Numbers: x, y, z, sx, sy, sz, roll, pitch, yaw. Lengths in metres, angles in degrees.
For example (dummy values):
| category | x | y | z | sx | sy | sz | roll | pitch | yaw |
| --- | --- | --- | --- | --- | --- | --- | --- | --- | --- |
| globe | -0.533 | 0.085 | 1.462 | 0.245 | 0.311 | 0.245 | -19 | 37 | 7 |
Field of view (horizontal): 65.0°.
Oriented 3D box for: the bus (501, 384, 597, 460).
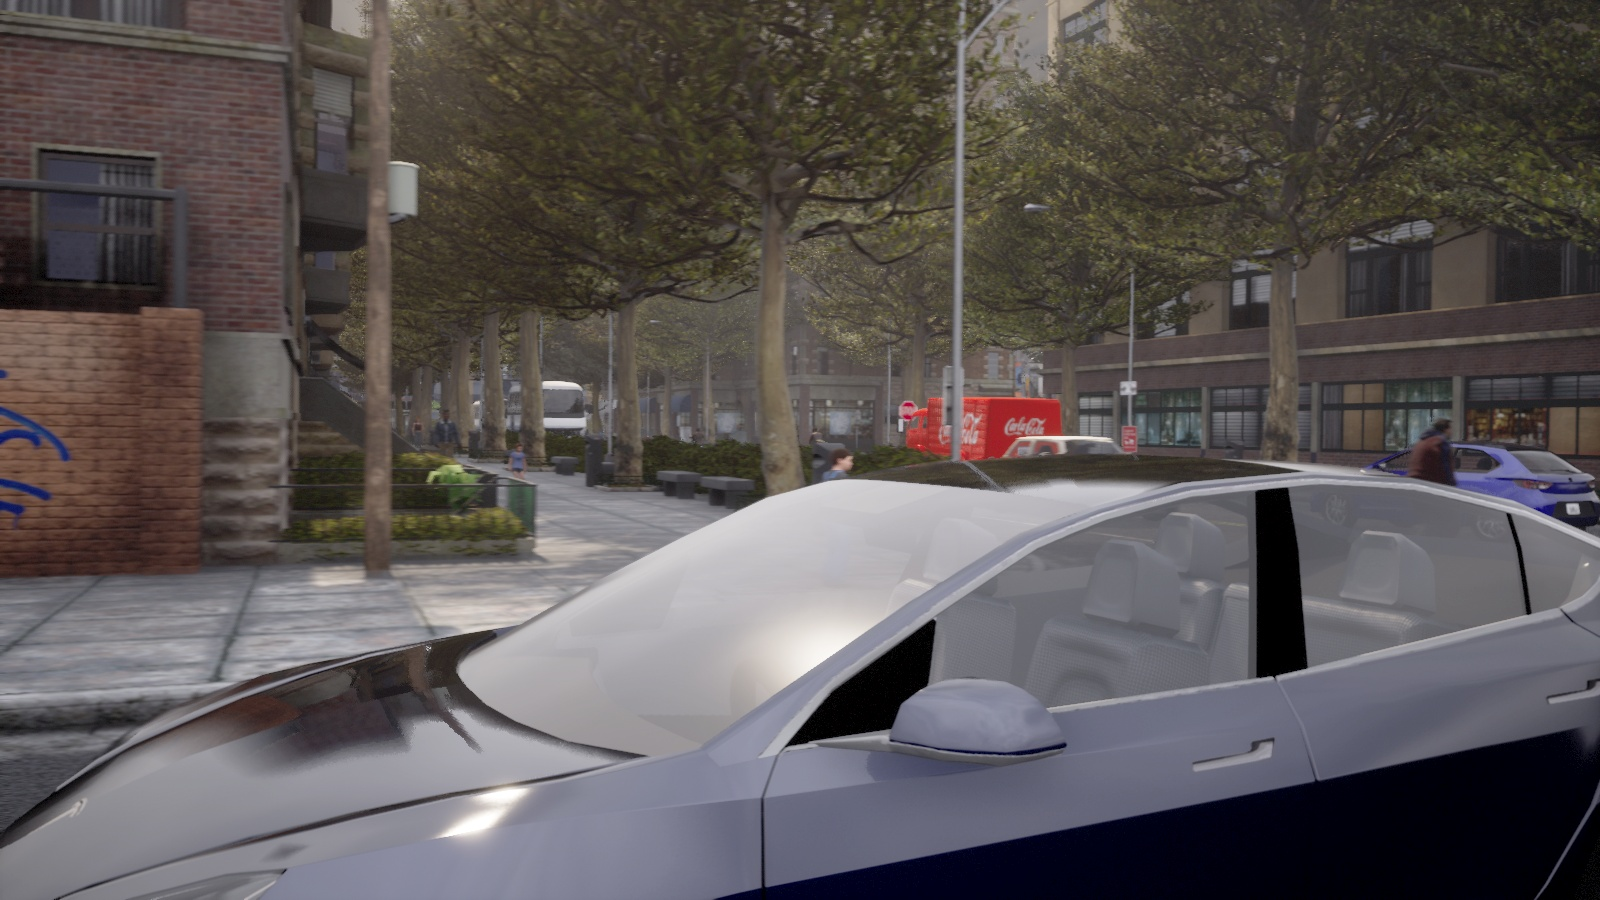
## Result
| category | x | y | z | sx | sy | sz | roll | pitch | yaw |
| --- | --- | --- | --- | --- | --- | --- | --- | --- | --- |
| bus | -15.296 | -1.647 | 75.796 | 3.944 | 4.253 | 10.273 | -1 | 1 | -21 |

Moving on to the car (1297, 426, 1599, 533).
| category | x | y | z | sx | sy | sz | roll | pitch | yaw |
| --- | --- | --- | --- | --- | --- | --- | --- | --- | --- |
| car | 10.149 | 0.380 | 19.770 | 1.816 | 1.474 | 4.193 | -1 | 1 | -25 |

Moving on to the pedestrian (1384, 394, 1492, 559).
| category | x | y | z | sx | sy | sz | roll | pitch | yaw |
| --- | --- | --- | --- | --- | --- | --- | --- | --- | --- |
| pedestrian | 7.335 | 0.290 | 14.459 | 0.899 | 1.844 | 0.634 | -1 | 1 | -5 |

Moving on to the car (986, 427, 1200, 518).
| category | x | y | z | sx | sy | sz | roll | pitch | yaw |
| --- | --- | --- | --- | --- | --- | --- | --- | --- | --- |
| car | 5.201 | 0.337 | 22.777 | 1.970 | 1.475 | 3.806 | -1 | 1 | -21 |

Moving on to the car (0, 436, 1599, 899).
| category | x | y | z | sx | sy | sz | roll | pitch | yaw |
| --- | --- | --- | --- | --- | --- | --- | --- | --- | --- |
| car | 0.553 | 0.736 | 3.427 | 4.792 | 1.488 | 2.163 | -1 | 1 | -24 |

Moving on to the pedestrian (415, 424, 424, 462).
| category | x | y | z | sx | sy | sz | roll | pitch | yaw |
| --- | --- | --- | --- | --- | --- | --- | --- | --- | --- |
| pedestrian | -18.455 | -0.336 | 60.881 | 0.345 | 1.836 | 0.594 | -1 | 1 | -21 |

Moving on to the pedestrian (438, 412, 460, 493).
| category | x | y | z | sx | sy | sz | roll | pitch | yaw |
| --- | --- | --- | --- | --- | --- | --- | --- | --- | --- |
| pedestrian | -8.529 | 0.051 | 30.506 | 0.423 | 1.949 | 0.788 | -1 | 1 | -21 |

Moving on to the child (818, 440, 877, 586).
| category | x | y | z | sx | sy | sz | roll | pitch | yaw |
| --- | --- | --- | --- | --- | --- | --- | --- | --- | --- |
| child | 0.421 | 0.549 | 11.150 | 0.437 | 1.263 | 0.270 | -1 | 1 | -29 |

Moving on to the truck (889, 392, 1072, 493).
| category | x | y | z | sx | sy | sz | roll | pitch | yaw |
| --- | --- | --- | --- | --- | --- | --- | --- | --- | --- |
| truck | 4.715 | -0.276 | 33.741 | 2.627 | 2.467 | 5.204 | -1 | 2 | -21 |

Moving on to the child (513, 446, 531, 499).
| category | x | y | z | sx | sy | sz | roll | pitch | yaw |
| --- | --- | --- | --- | --- | --- | --- | --- | --- | --- |
| child | -5.854 | 0.468 | 26.405 | 0.255 | 1.110 | 0.394 | -1 | 1 | -29 |
